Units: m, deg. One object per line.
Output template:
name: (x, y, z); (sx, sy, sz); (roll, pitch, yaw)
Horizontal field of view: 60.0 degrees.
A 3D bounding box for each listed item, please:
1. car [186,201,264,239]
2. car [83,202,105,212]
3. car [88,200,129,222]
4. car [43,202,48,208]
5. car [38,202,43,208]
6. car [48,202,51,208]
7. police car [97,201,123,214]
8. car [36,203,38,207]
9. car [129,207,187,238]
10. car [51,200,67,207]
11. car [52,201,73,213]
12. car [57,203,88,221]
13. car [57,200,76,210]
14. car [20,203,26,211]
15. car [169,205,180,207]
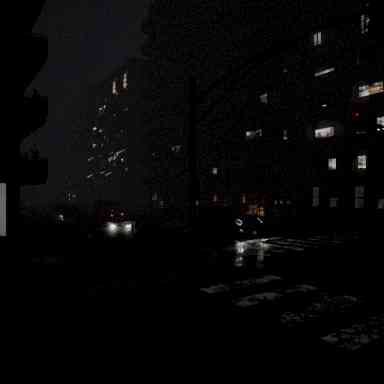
car: (1.974, 1.603, 19.254); (2.097, 1.767, 4.553); (0, -1, -36)
car: (-16.326, 2.432, 55.091); (1.882, 1.535, 5.008); (0, -1, -36)
car: (-8.110, 1.788, 33.141); (2.150, 2.045, 5.566); (0, -1, -36)
car: (-31.729, 2.972, 75.483); (1.947, 1.339, 4.313); (-1, 0, -36)
car: (-35.055, 3.049, 80.068); (1.887, 1.381, 4.507); (-1, 0, -36)
car: (-28.411, 2.623, 70.900); (2.192, 1.841, 5.009); (-1, 0, -36)
police car: (-12.286, 2.256, 49.510); (1.930, 1.638, 5.238); (0, -1, -36)
car: (-38.376, 3.167, 84.655); (1.947, 1.339, 4.313); (-1, 0, -36)
car: (-1.773, 1.833, 19.966); (1.752, 1.417, 4.829); (-1, 0, -36)
car: (-23.196, 2.600, 59.386); (1.837, 1.490, 4.892); (0, -1, -36)
car: (-17.463, 2.355, 46.127); (1.837, 1.490, 4.892); (0, -1, -35)
car: (-11.848, 2.163, 33.857); (1.887, 1.381, 4.507); (-1, 0, -36)
car: (-25.085, 2.523, 66.314); (2.192, 1.841, 5.009); (-1, 0, -36)
car: (-31.801, 2.769, 61.365); (1.887, 1.381, 4.507); (-1, 0, -36)
car: (-1.802, 2.045, 34.223); (1.887, 1.381, 4.507); (-1, 0, -36)
